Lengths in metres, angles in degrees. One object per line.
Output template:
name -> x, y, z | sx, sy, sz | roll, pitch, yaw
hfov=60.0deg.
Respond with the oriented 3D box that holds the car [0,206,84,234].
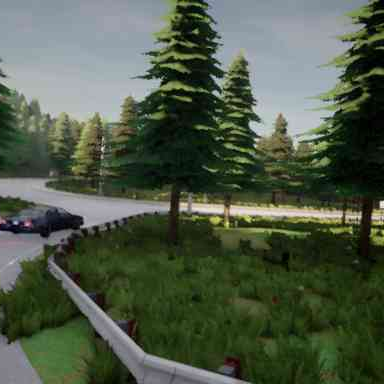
car -> -7.717, 1.454, 17.710 | 2.033, 1.411, 5.357 | 5, 1, 8
